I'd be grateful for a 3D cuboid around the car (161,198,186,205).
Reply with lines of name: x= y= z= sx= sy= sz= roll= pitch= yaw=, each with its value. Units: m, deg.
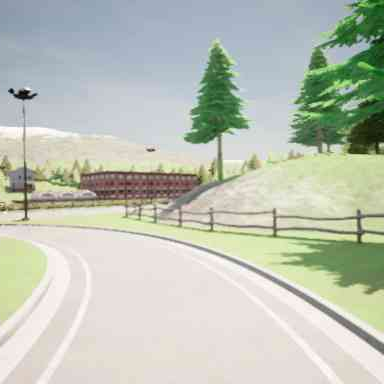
car: x=-4.219 y=1.941 z=68.661 sx=4.892 sy=1.490 sz=1.837 roll=-1 pitch=0 yaw=-45
